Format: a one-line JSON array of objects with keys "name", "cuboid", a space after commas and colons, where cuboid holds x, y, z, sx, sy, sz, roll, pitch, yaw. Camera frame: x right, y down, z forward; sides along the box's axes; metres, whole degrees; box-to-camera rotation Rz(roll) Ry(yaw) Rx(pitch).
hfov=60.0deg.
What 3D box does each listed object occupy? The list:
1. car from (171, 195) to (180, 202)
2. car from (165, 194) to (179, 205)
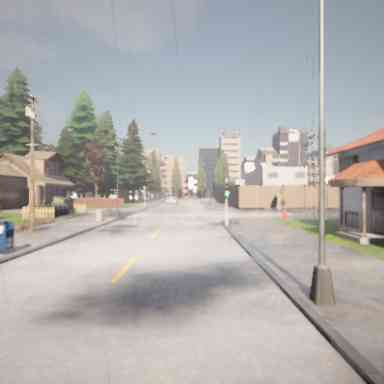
[{"name": "car", "cuboid": [-4.037, 1.501, 80.624, 1.882, 1.535, 5.008, 0, 0, 0]}, {"name": "car", "cuboid": [-4.030, 1.364, 65.293, 2.150, 2.045, 5.566, 1, 0, 0]}]
